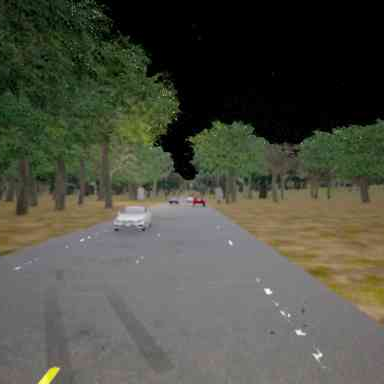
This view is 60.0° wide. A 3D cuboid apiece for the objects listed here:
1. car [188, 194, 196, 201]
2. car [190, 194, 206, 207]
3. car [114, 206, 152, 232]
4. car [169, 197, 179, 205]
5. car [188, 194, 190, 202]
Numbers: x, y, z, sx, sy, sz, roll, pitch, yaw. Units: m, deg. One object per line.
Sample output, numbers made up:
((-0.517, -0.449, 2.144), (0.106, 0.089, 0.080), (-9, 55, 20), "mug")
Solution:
((-0.033, 1.460, 93.259), (2.150, 2.045, 5.566), (0, 0, 0), "car")
((1.204, 1.459, 57.848), (2.150, 2.045, 5.566), (0, 0, 0), "car")
((-3.606, 1.608, 21.001), (1.812, 1.442, 4.674), (0, 0, 0), "car")
((-3.537, 1.741, 65.328), (1.882, 1.535, 5.008), (0, 0, 0), "car")
((-0.027, 1.757, 77.339), (1.895, 1.301, 4.718), (0, 0, 0), "car")
